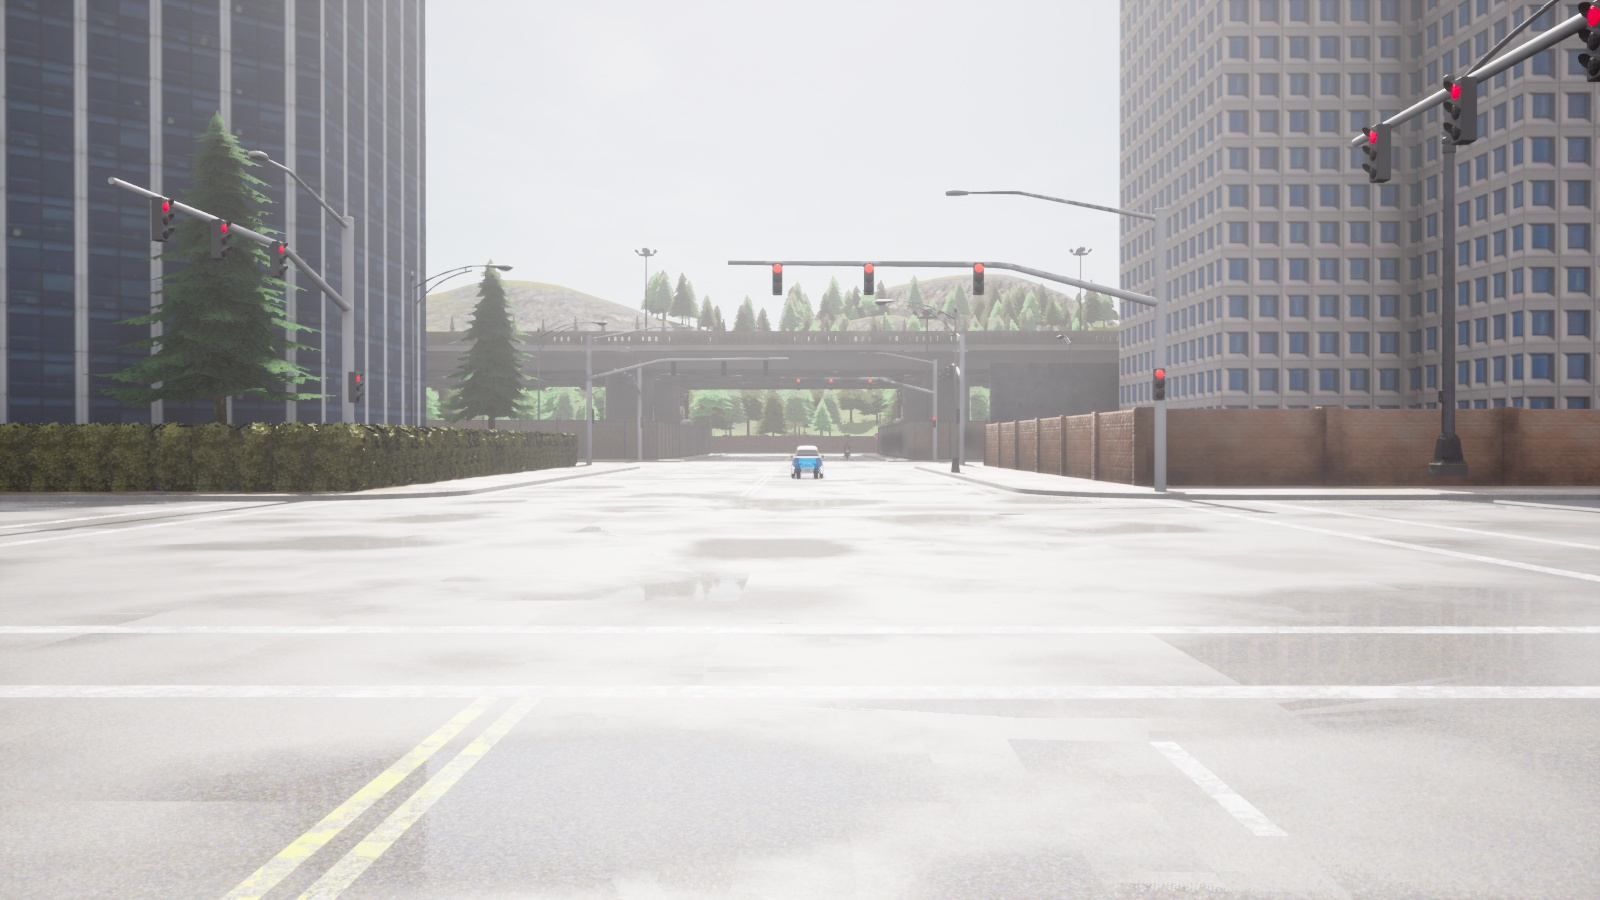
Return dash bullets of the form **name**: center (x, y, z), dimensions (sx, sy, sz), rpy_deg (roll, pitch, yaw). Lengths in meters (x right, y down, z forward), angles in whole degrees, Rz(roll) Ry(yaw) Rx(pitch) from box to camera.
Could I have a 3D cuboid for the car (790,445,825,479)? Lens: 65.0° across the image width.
- **car**: center (0.312, 0.499, 53.553), dimensions (1.481, 1.376, 2.207), rpy_deg (0, 1, 0)
